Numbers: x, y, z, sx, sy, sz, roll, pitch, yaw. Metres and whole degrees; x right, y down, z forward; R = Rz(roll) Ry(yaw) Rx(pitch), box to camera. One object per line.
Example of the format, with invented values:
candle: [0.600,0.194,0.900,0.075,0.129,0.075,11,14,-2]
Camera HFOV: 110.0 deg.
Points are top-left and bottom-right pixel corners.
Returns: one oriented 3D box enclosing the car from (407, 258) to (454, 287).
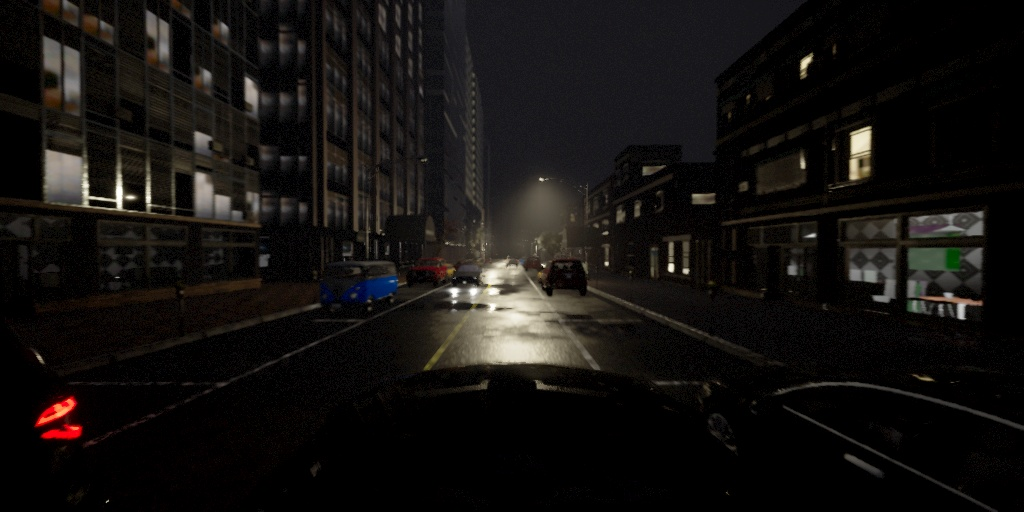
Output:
car: [-5.694,1.064,24.791,2.192,1.841,5.009,0,0,0]

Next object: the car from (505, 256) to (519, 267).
car: [-0.008,0.967,63.969,2.150,2.045,5.566,0,0,0]

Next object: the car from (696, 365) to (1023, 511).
car: [2.702,1.300,1.908,2.007,1.370,4.403,0,0,0]

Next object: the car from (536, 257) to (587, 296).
car: [2.688,1.063,19.248,2.192,1.841,5.009,0,0,0]

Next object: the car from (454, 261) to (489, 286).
car: [-3.005,1.296,25.412,2.033,1.411,5.357,0,0,0]

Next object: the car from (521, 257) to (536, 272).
car: [2.684,1.060,46.921,2.192,1.841,5.009,0,0,0]

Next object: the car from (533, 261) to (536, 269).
car: [2.687,1.273,24.952,1.751,1.417,4.829,0,0,0]

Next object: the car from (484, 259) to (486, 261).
car: [-5.699,1.271,57.830,1.751,1.417,4.829,0,0,0]

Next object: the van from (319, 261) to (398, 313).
van: [-5.692,1.091,13.721,1.690,1.789,3.998,0,0,0]
